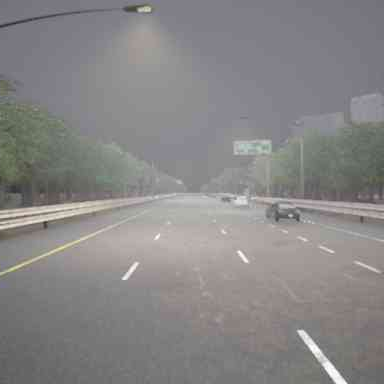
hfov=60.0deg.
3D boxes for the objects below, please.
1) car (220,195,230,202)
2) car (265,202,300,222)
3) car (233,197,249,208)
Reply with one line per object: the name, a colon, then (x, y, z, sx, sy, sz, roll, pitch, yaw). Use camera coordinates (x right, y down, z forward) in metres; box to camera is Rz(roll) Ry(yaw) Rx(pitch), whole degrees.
car: (7.318, 1.430, 73.816, 1.882, 1.535, 5.008, 0, 0, 0)
car: (7.059, 1.533, 26.062, 1.812, 1.442, 4.674, 0, 0, 0)
car: (7.170, 1.514, 48.837, 1.812, 1.442, 4.674, 0, 0, 0)
